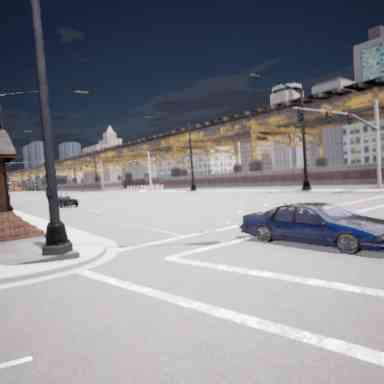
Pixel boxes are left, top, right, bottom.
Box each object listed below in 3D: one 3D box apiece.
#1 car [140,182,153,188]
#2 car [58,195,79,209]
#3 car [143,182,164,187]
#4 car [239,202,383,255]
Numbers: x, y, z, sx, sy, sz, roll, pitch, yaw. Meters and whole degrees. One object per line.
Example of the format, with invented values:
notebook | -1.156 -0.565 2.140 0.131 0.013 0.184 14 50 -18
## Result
car | -11.497 -1.862 84.559 1.853 1.218 4.536 -4 3 8
car | -13.849 1.034 36.246 1.895 1.301 4.718 -6 4 -35
car | -8.784 -1.860 80.736 4.536 1.218 1.853 -3 3 18
car | 4.032 1.078 11.253 2.033 1.411 5.357 -7 4 -38
